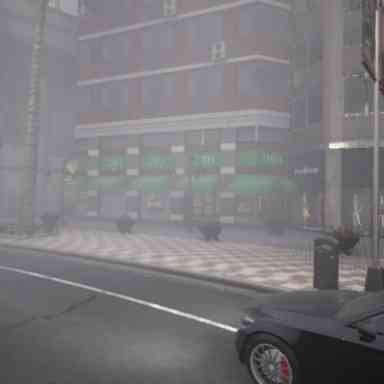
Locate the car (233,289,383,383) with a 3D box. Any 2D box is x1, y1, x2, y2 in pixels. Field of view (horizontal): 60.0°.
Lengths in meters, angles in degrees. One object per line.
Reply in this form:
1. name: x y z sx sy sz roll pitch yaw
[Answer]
1. car: 2.626 1.627 3.364 4.674 1.442 1.812 0 -1 43
